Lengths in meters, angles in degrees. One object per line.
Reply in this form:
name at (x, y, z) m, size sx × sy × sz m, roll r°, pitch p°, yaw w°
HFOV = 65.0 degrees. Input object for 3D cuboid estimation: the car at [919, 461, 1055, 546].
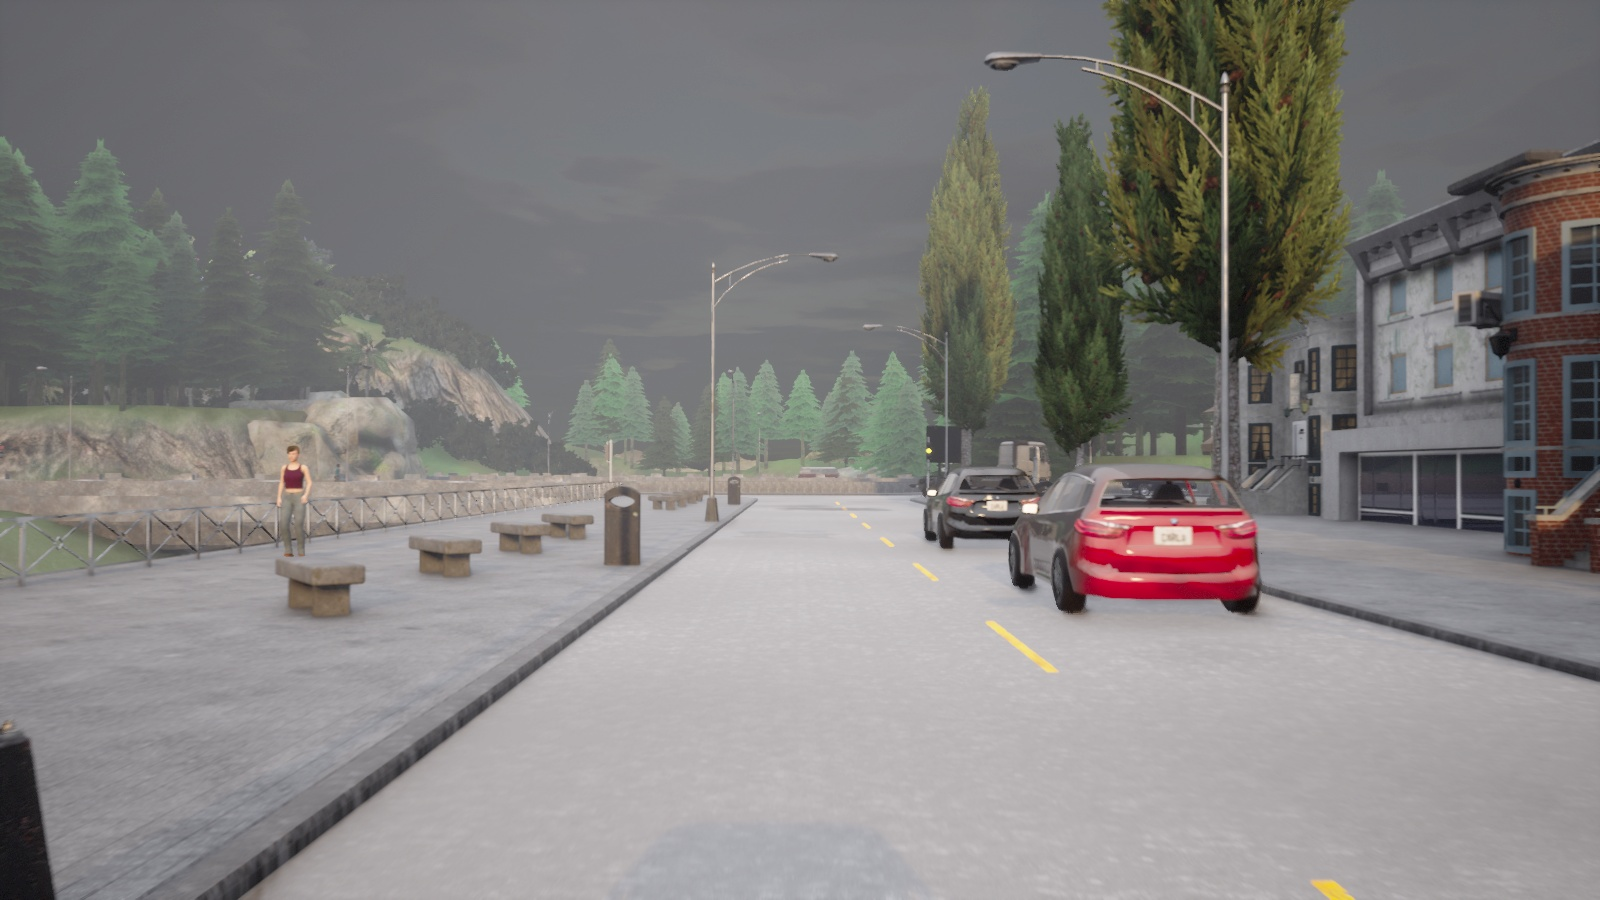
car at (3.928, 1.099, 27.239) m, size 2.242 × 1.667 × 4.611 m, roll 0°, pitch -1°, yaw 0°

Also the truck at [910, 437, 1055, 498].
truck at (10.715, 1.028, 74.018) m, size 7.936 × 3.462 × 2.891 m, roll 0°, pitch -1°, yaw -15°

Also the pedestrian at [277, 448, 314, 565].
pedestrian at (-8.030, 0.891, 19.995) m, size 0.345 × 1.836 × 0.594 m, roll 0°, pitch -1°, yaw 0°

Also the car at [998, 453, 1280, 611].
car at (3.958, 0.905, 15.614) m, size 2.242 × 1.667 × 4.611 m, roll 0°, pitch -1°, yaw 0°
